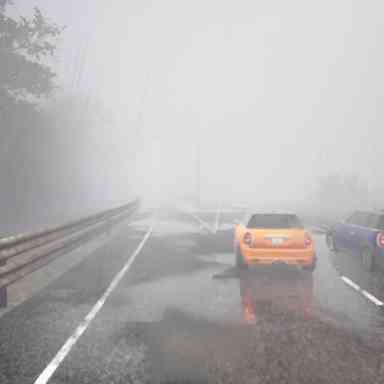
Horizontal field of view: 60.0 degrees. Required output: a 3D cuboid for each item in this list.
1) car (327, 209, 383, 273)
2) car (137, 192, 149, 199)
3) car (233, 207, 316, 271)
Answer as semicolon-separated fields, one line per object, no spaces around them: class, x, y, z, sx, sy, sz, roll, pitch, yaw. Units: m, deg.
car;5.951;1.312;10.636;2.097;1.767;4.553;0;0;5
car;-12.377;1.188;86.710;1.812;1.442;4.674;0;0;-16
car;2.465;1.315;10.953;2.097;1.767;4.553;0;0;5
